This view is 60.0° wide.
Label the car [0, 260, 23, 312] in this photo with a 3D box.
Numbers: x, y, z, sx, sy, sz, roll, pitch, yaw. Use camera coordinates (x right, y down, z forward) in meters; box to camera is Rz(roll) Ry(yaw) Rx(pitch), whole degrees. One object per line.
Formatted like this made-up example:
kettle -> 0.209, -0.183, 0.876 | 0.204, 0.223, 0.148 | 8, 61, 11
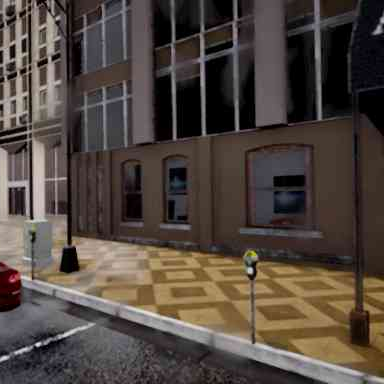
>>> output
car -> -4.862, 1.580, 6.360 | 4.206, 1.307, 1.802 | 0, -1, 36
